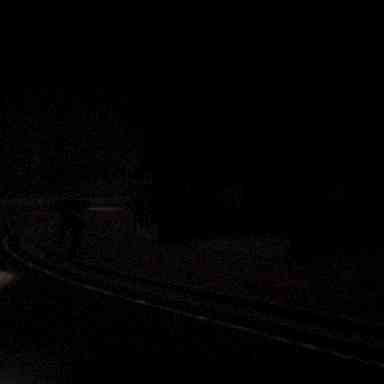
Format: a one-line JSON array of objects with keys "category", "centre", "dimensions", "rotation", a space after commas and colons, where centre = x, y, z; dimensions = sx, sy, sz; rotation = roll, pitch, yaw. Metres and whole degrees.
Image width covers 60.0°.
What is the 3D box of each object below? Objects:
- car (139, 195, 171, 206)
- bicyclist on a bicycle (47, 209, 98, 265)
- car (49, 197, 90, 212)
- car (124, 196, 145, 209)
[{"category": "car", "centre": [-5.441, 1.280, 49.260], "dimensions": [1.882, 1.535, 5.008], "rotation": [0, 0, 35]}, {"category": "bicyclist on a bicycle", "centre": [-3.698, 1.298, 10.214], "dimensions": [0.582, 1.620, 1.656], "rotation": [0, 9, 45]}, {"category": "car", "centre": [-13.329, 1.289, 36.562], "dimensions": [1.882, 1.535, 5.008], "rotation": [0, 0, 23]}, {"category": "car", "centre": [-6.292, 1.301, 42.162], "dimensions": [1.882, 1.535, 5.008], "rotation": [0, 0, 36]}]
